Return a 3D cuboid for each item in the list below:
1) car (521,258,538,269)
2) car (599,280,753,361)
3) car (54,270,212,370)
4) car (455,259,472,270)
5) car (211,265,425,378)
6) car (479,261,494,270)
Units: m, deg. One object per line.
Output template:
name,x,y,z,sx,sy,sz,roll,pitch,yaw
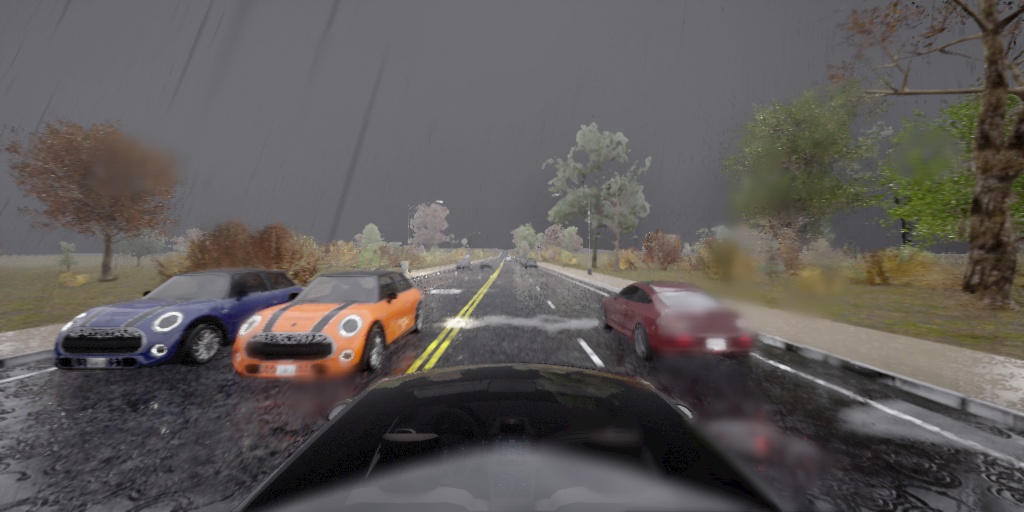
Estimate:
car,2.943,1.136,56.443,2.033,1.649,4.856,0,0,-1
car,3.344,1.274,8.141,1.812,1.442,4.674,0,0,0
car,-6.604,1.102,7.942,2.097,1.767,4.553,0,0,0
car,-6.792,1.220,50.750,1.837,1.490,4.892,0,0,0
car,-3.353,1.102,7.569,2.097,1.767,4.553,0,0,0
car,-3.539,1.316,50.242,1.895,1.301,4.718,0,0,0
